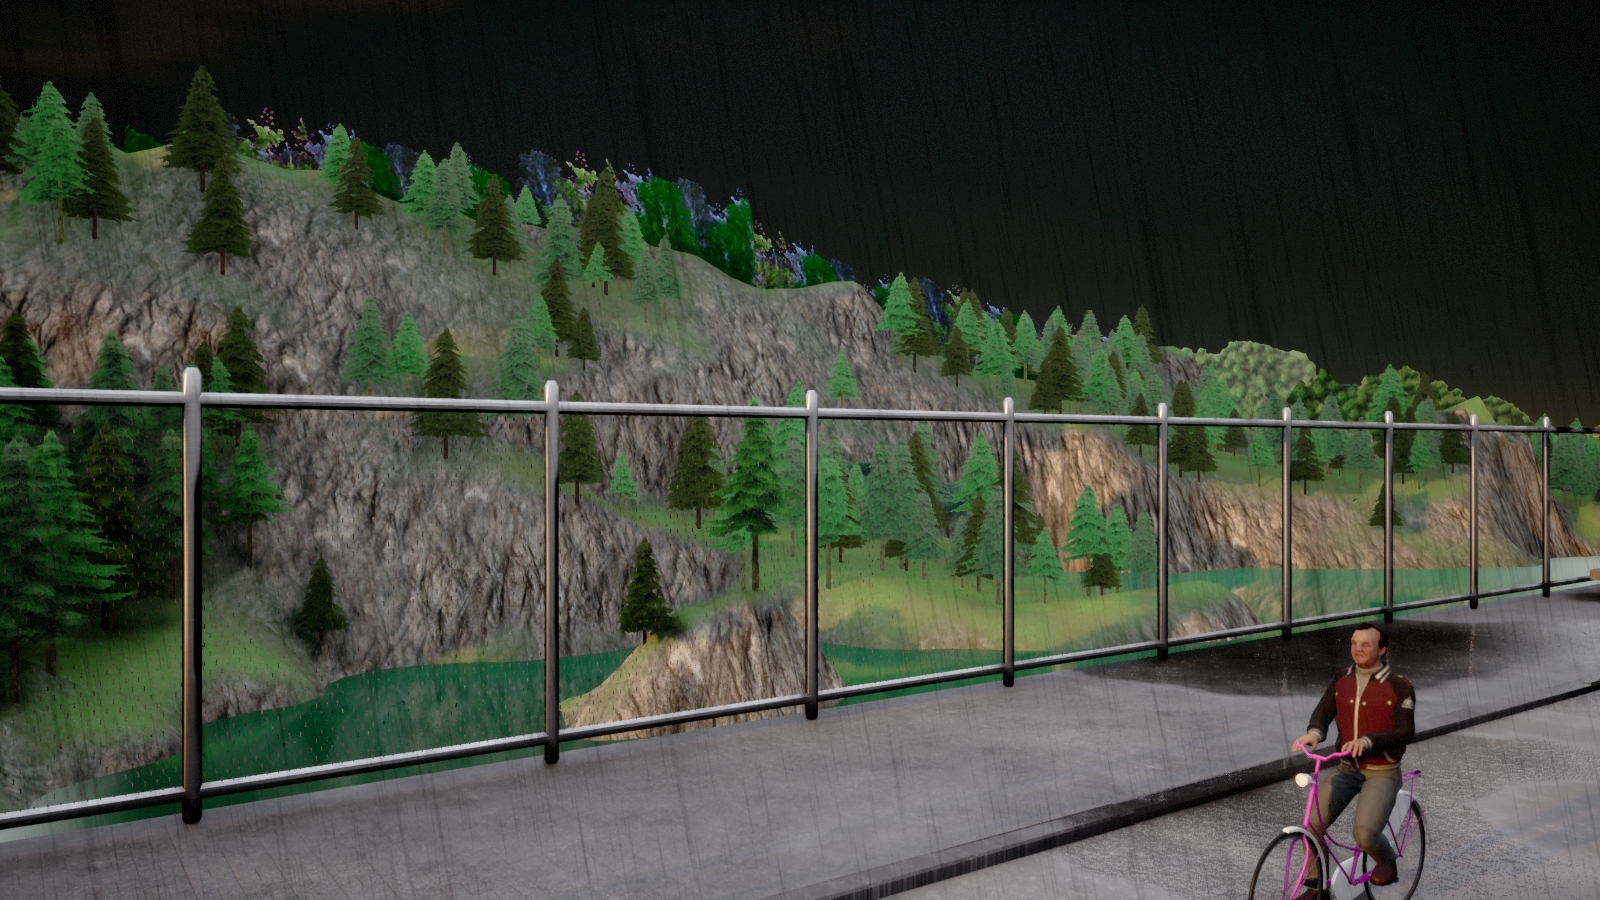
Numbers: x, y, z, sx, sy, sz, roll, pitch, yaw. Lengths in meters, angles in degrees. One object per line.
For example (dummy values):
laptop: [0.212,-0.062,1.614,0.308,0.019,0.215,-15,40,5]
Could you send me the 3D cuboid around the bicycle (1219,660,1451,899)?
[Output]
bicycle: [3.104,2.057,6.549,1.835,1.471,0.329,0,0,-35]
